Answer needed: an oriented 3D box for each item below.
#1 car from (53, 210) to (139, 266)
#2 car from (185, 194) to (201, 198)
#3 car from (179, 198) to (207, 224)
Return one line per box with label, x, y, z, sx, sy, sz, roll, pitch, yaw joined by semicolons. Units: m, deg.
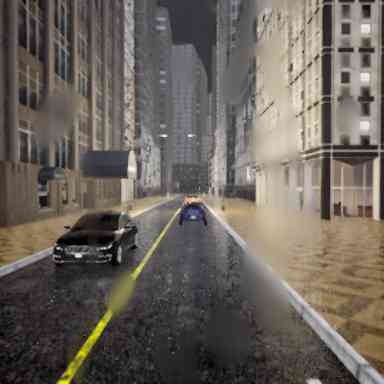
car;-3.015;1.435;11.317;1.837;1.490;4.892;0;0;0
car;0.112;1.103;44.403;2.097;1.767;4.553;0;0;0
car;0.086;1.388;23.107;1.812;1.442;4.674;0;1;0
